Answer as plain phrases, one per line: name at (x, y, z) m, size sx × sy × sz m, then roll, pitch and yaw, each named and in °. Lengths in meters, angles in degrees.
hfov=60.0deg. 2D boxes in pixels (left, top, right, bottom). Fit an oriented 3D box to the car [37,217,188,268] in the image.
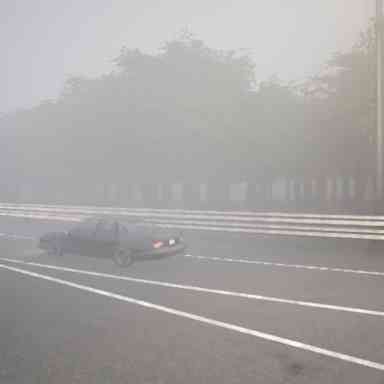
car at (-2.805, 1.555, 11.279) m, size 5.357 × 1.411 × 2.033 m, roll 0°, pitch 0°, yaw 29°
